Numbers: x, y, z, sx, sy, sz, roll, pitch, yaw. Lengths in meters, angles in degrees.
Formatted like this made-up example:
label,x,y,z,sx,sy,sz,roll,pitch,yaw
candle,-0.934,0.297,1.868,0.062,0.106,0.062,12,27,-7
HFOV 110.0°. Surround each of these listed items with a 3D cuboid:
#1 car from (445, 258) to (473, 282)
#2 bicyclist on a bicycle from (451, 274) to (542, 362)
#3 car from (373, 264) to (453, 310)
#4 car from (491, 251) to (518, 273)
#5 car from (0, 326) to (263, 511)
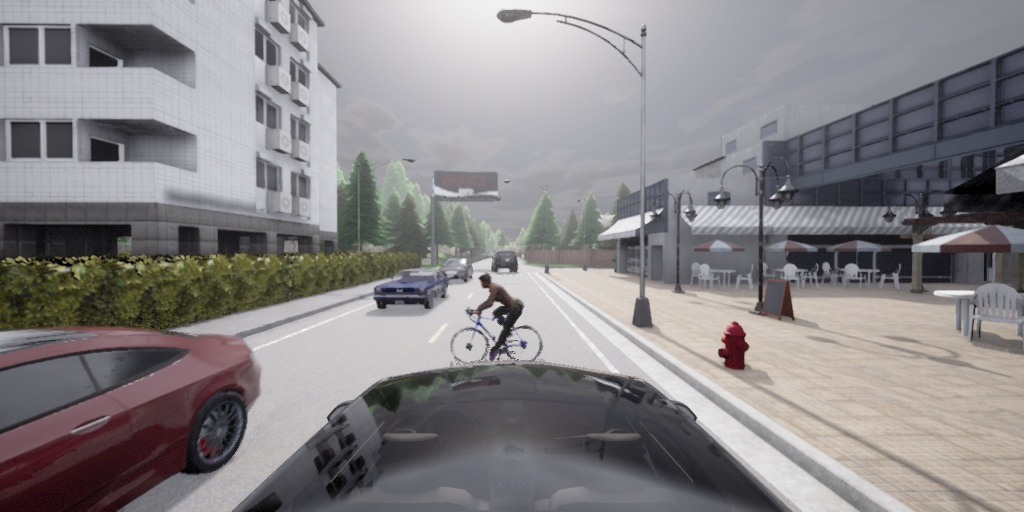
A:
label,x,y,z,sx,sy,sz,roll,pitch,yaw
car,-3.772,0.922,24.641,2.128,1.511,4.902,0,1,0
bicyclist on a bicycle,-0.289,1.133,6.378,1.656,1.620,0.582,-2,1,-1
car,-3.703,1.180,13.942,1.895,1.301,4.718,0,1,-1
car,-0.714,0.589,34.565,2.150,2.045,5.566,0,-2,-7
car,-3.586,1.271,2.042,1.812,1.442,4.674,0,1,-1
